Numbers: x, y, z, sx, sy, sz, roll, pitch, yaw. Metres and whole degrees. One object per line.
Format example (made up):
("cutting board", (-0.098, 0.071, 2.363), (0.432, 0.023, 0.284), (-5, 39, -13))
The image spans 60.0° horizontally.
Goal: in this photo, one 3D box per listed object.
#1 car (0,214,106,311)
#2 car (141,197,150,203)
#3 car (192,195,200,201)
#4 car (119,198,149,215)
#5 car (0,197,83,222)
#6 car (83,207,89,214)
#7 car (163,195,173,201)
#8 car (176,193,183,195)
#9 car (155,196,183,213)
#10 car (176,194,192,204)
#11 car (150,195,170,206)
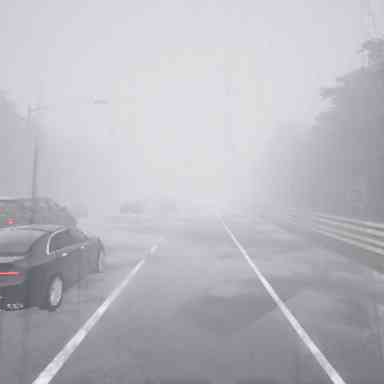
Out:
("car", (-3.437, 1.501, 7.723), (1.837, 1.490, 4.892), (0, 0, 2))
("car", (-8.787, 1.589, 61.875), (1.812, 1.442, 4.674), (0, 0, 2))
("car", (0.336, 1.681, 91.640), (1.837, 1.490, 4.892), (0, 0, 6))
("car", (-6.139, 1.628, 34.806), (1.895, 1.301, 4.718), (0, 0, 2))
("car", (-6.754, 1.206, 13.864), (2.150, 2.045, 5.566), (0, 0, 2))
("car", (-9.875, 1.553, 26.896), (1.994, 1.385, 4.181), (0, 0, 2))
("car", (-6.677, 1.640, 91.831), (1.837, 1.490, 4.892), (0, 0, 6))
("car", (-3.166, 1.386, 91.758), (2.150, 2.045, 5.566), (0, 0, 6))
("car", (-2.549, 1.547, 37.699), (2.128, 1.511, 4.902), (0, 0, 2))
("car", (-1.663, 1.676, 64.657), (1.994, 1.385, 4.181), (0, 0, 3))
("car", (-5.450, 1.622, 57.772), (2.033, 1.411, 5.357), (0, 0, 2))
